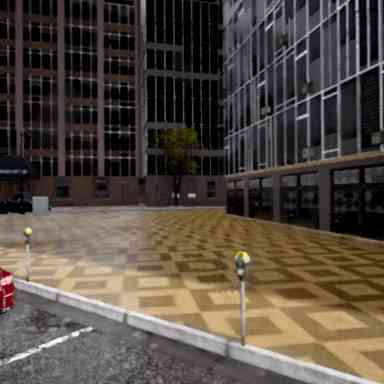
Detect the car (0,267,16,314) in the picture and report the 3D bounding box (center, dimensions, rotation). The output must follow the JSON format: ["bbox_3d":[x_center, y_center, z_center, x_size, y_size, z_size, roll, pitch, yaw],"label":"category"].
[{"bbox_3d":[-4.912,1.592,6.230,4.206,1.307,1.802,0,0,35],"label":"car"}]

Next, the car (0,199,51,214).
[{"bbox_3d":[-16.053,1.370,31.676,4.902,1.511,2.128,-1,0,-14],"label":"car"}]
